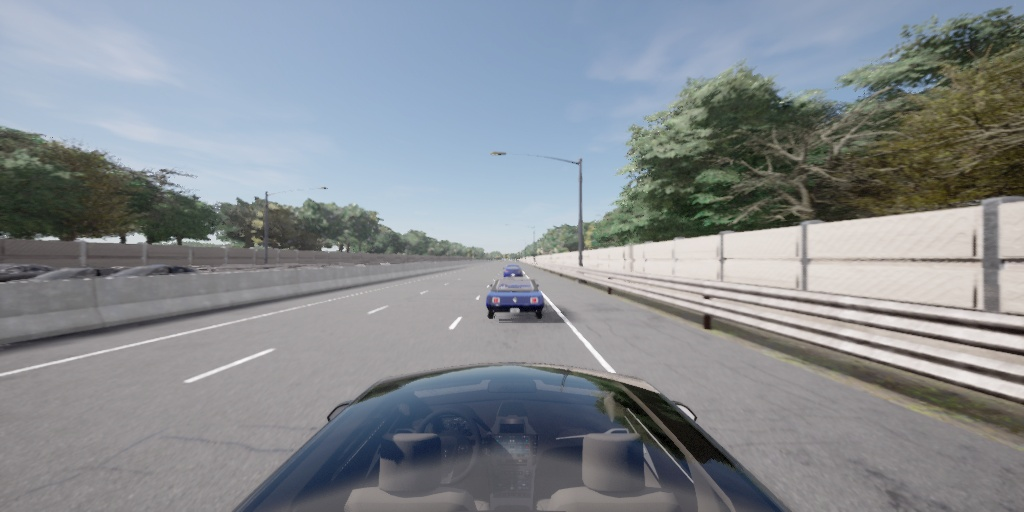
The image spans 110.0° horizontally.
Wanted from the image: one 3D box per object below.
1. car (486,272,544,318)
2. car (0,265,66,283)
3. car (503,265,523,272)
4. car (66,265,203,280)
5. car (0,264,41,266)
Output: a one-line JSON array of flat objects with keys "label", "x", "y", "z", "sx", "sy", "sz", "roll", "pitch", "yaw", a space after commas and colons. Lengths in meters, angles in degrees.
[{"label": "car", "x": 0.099, "y": 1.453, "z": 13.550, "sx": 1.895, "sy": 1.301, "sz": 4.718, "roll": 0, "pitch": 0, "yaw": 0}, {"label": "car", "x": -21.000, "y": 1.306, "z": 17.351, "sx": 1.837, "sy": 1.490, "sz": 4.892, "roll": 0, "pitch": -1, "yaw": 0}, {"label": "car", "x": 0.101, "y": 1.577, "z": 35.035, "sx": 1.812, "sy": 1.442, "sz": 4.674, "roll": 0, "pitch": 0, "yaw": 0}, {"label": "car", "x": -17.500, "y": 1.194, "z": 17.353, "sx": 1.837, "sy": 1.490, "sz": 4.892, "roll": 0, "pitch": -1, "yaw": 0}, {"label": "car", "x": -24.500, "y": 1.131, "z": 17.354, "sx": 2.128, "sy": 1.511, "sz": 4.902, "roll": 0, "pitch": -1, "yaw": 0}]
